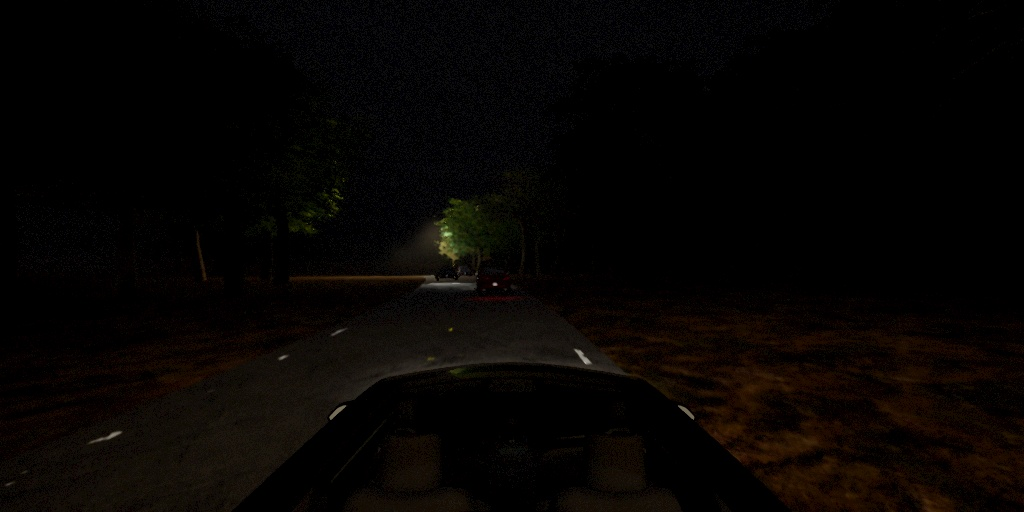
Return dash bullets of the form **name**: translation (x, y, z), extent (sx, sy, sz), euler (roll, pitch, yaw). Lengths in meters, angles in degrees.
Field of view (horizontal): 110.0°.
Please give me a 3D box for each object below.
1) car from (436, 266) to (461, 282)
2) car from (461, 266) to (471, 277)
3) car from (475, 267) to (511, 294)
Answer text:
- **car**: translation (-6.344, 1.663, 34.729), extent (1.994, 1.385, 4.181), euler (0, -1, -11)
- **car**: translation (-6.885, 2.125, 49.664), extent (1.812, 1.442, 4.674), euler (0, -2, -16)
- **car**: translation (-1.213, 1.408, 21.832), extent (1.882, 1.535, 5.008), euler (0, -1, -7)
